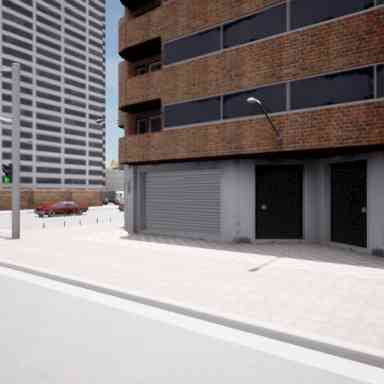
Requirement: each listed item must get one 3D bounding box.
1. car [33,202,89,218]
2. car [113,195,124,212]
[{"bbox_3d":[-12.134,1.599,30.952,1.895,1.301,4.718,0,0,35],"label":"car"},{"bbox_3d":[-6.421,1.475,39.057,1.882,1.535,5.008,0,0,35],"label":"car"}]
